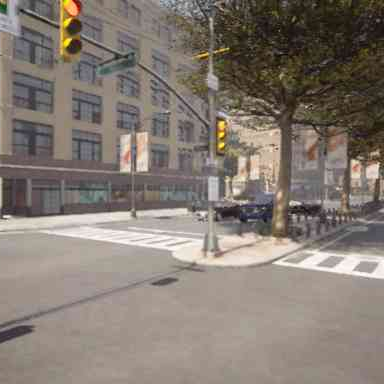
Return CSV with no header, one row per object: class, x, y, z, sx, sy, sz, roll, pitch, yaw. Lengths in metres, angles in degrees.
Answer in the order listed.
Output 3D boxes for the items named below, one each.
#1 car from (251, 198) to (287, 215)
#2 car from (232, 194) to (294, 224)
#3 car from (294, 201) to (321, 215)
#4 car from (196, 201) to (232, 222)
car,8.103,1.419,34.495,1.882,1.535,5.008,0,0,36
car,5.414,1.178,24.664,2.150,2.045,5.566,0,0,35
car,11.339,1.558,33.006,1.895,1.301,4.718,0,0,36
car,2.188,1.432,26.152,2.128,1.511,4.902,0,0,35
